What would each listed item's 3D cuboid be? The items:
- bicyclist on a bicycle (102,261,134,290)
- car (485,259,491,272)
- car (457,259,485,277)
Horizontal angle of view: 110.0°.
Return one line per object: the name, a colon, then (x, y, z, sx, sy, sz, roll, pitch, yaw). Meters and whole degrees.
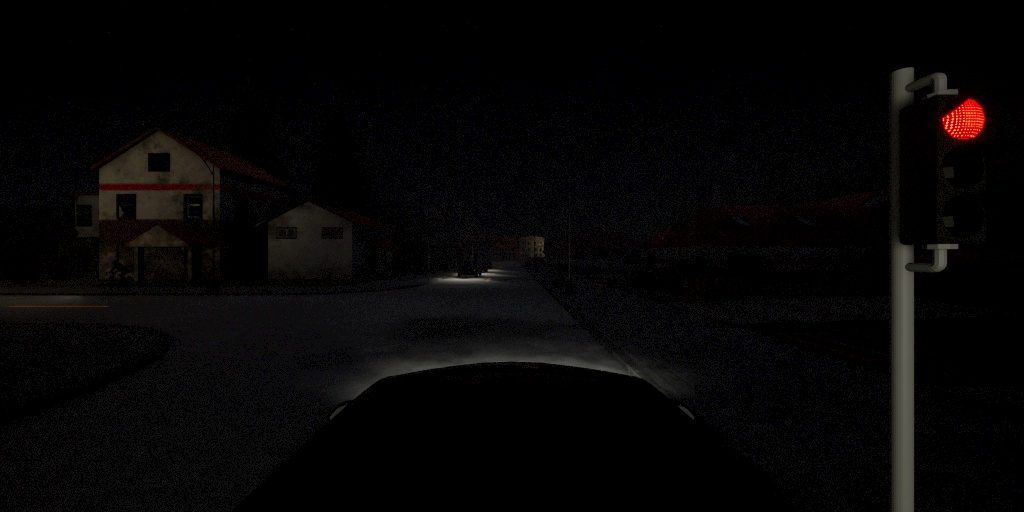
bicyclist on a bicycle: (-22.540, 1.099, 20.531, 0.582, 1.620, 1.656, 0, 0, 0)
car: (-4.094, 1.227, 44.968, 1.882, 1.535, 5.008, 0, 0, 0)
car: (-4.115, 1.227, 35.314, 1.882, 1.535, 5.008, 0, 0, 2)
